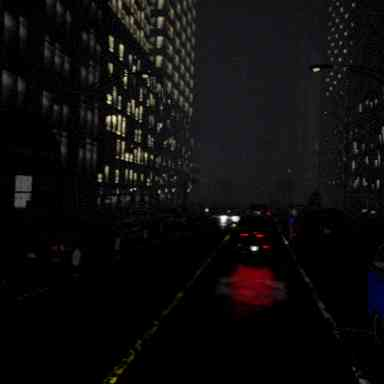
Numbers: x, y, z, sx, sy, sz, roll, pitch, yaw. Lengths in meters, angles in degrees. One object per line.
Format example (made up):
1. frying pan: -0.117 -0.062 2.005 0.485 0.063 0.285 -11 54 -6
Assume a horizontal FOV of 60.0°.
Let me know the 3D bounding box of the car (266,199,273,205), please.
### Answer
1. car: 21.599 2.729 92.815 1.967 1.590 4.097 1 0 12

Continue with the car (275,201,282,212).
1. car: 11.296 2.196 42.712 2.008 1.369 4.403 1 0 12

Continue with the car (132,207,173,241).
1. car: -2.631 1.545 16.570 2.008 1.369 4.403 1 0 12

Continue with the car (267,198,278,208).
1. car: 17.025 2.319 70.549 2.192 1.841 5.009 1 0 12

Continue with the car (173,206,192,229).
1. car: -1.486 1.648 22.136 1.802 1.307 4.206 1 0 12

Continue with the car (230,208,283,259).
1. car: 2.644 1.678 13.705 1.837 1.490 4.892 2 0 12

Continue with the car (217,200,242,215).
1. car: 4.358 1.928 37.402 1.994 1.385 4.181 2 0 12

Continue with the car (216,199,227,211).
1. car: 3.092 1.905 44.403 2.008 1.369 4.403 1 0 12

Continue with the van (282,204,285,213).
1. van: 6.723 1.699 20.447 1.690 1.788 3.998 1 0 12

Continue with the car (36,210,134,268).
1. car: -3.774 1.466 11.003 1.887 1.381 4.507 1 0 12

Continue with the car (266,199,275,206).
1. car: 19.310 2.587 81.681 1.967 1.590 4.097 1 0 12

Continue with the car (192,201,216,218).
1. car: 0.803 1.761 33.270 2.008 1.369 4.403 1 0 12

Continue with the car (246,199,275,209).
1. car: 5.643 1.712 28.266 2.097 1.767 4.553 2 0 12

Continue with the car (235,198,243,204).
1. car: 13.393 2.548 94.504 2.008 1.369 4.403 2 0 12

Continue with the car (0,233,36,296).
1. car: -4.919 1.415 5.436 1.947 1.339 4.313 1 0 12

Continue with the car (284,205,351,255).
1. car: 5.579 1.600 14.881 2.192 1.841 5.009 1 0 12

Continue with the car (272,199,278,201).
1. car: 15.880 2.248 64.982 2.192 1.841 5.009 1 0 12

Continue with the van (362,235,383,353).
1. van: 3.290 1.482 3.747 1.690 1.788 3.998 1 0 12

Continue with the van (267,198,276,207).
1. van: 18.168 2.417 76.115 1.690 1.788 3.998 1 0 12
